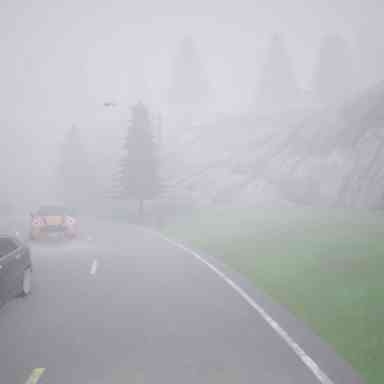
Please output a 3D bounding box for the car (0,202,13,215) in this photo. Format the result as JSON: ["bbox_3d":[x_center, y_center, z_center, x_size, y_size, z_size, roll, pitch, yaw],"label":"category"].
[{"bbox_3d":[-21.796,1.825,36.176,4.902,1.511,2.128,0,0,24],"label":"car"}]

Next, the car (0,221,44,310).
[{"bbox_3d":[-4.273,1.563,5.801,1.837,1.490,4.892,0,0,-10],"label":"car"}]

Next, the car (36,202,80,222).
[{"bbox_3d":[-12.102,1.733,29.790,4.892,1.490,1.837,0,0,44],"label":"car"}]

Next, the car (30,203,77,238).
[{"bbox_3d":[-7.492,1.491,17.923,2.097,1.767,4.553,0,0,-24],"label":"car"}]
